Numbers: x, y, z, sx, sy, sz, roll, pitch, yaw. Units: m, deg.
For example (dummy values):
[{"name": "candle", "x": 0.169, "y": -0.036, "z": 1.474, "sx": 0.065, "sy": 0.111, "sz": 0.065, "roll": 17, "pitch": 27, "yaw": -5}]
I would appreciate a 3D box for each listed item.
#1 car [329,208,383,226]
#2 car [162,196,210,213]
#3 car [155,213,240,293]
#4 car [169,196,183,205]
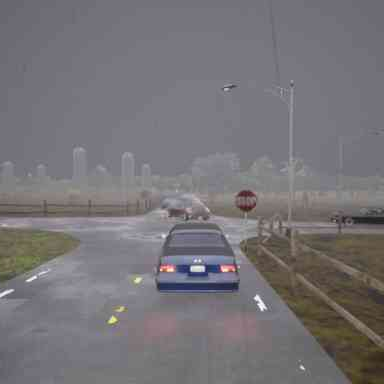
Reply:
[{"name": "car", "x": 12.743, "y": 1.844, "z": 24.588, "sx": 4.718, "sy": 1.301, "sz": 1.895, "roll": 1, "pitch": 1, "yaw": 0}, {"name": "car", "x": -0.395, "y": 1.347, "z": 26.937, "sx": 2.097, "sy": 1.767, "sz": 4.553, "roll": 0, "pitch": 1, "yaw": -27}, {"name": "car", "x": 0.103, "y": 1.543, "z": 8.988, "sx": 2.033, "sy": 1.411, "sz": 5.357, "roll": 0, "pitch": 0, "yaw": 0}, {"name": "car", "x": -2.807, "y": 1.424, "z": 58.611, "sx": 2.128, "sy": 1.511, "sz": 4.902, "roll": 0, "pitch": 0, "yaw": 0}]
